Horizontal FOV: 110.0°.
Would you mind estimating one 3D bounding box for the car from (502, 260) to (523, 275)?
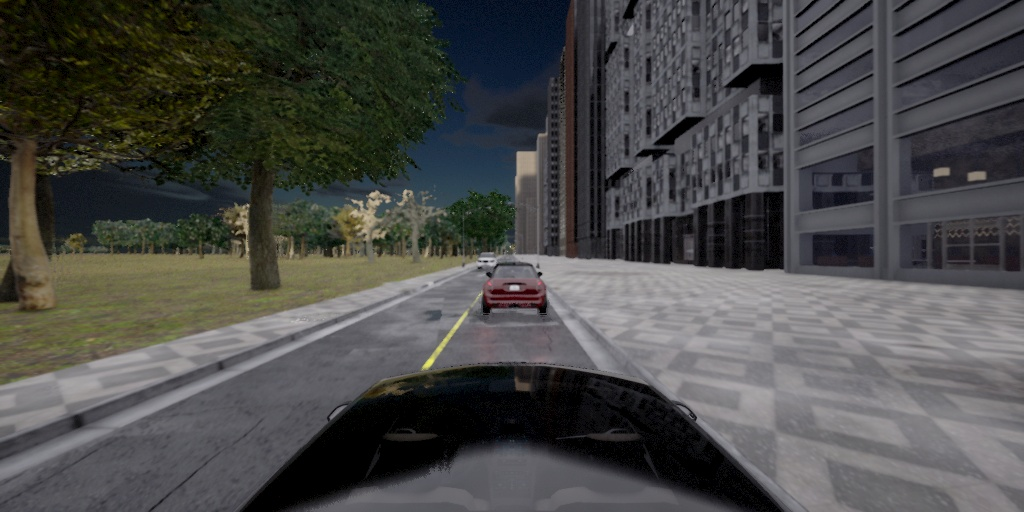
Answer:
[{"bbox_3d":[0.055,1.040,34.532,1.895,1.301,4.718,0,0,0],"label":"car"}]

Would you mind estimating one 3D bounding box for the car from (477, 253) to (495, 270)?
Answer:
[{"bbox_3d":[-3.057,0.584,44.238,2.150,2.045,5.566,0,0,0],"label":"car"}]

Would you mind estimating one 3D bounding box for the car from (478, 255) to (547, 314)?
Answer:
[{"bbox_3d":[0.079,0.985,13.218,2.097,1.767,4.553,0,0,0],"label":"car"}]
